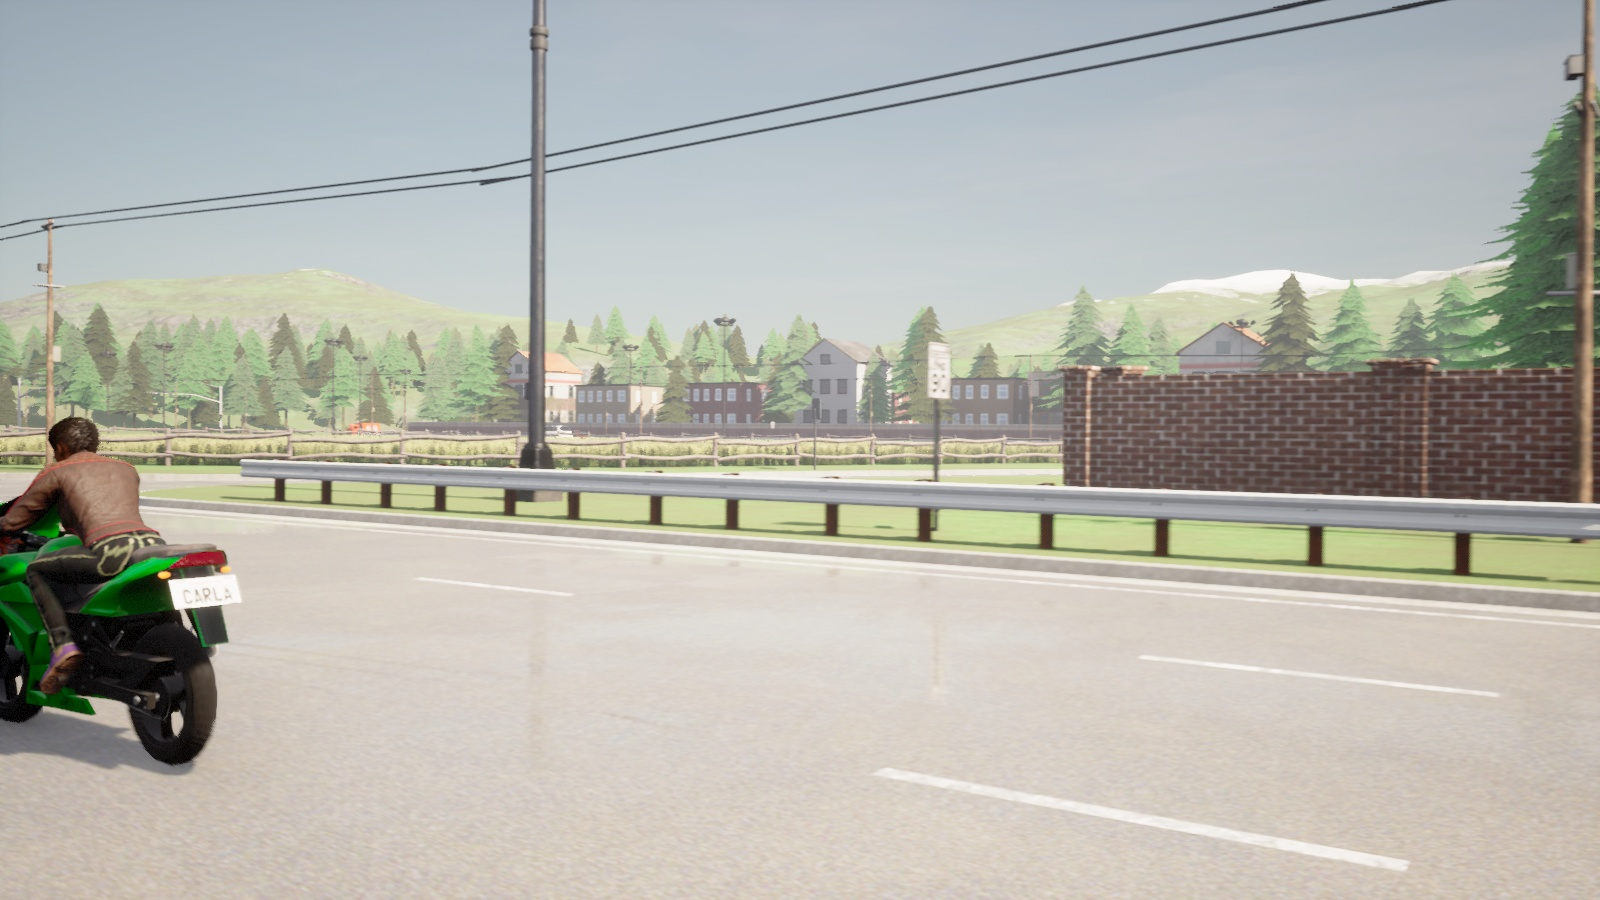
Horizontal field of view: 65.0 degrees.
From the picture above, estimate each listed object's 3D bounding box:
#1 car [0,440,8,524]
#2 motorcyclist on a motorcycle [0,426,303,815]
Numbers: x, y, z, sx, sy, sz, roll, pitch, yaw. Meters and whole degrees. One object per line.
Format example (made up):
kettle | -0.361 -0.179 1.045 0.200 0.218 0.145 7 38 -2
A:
car | -16.303 0.582 22.857 3.633 1.501 1.845 0 1 34
motorcyclist on a motorcycle | -3.289 0.664 5.808 2.044 1.523 0.797 0 1 34
